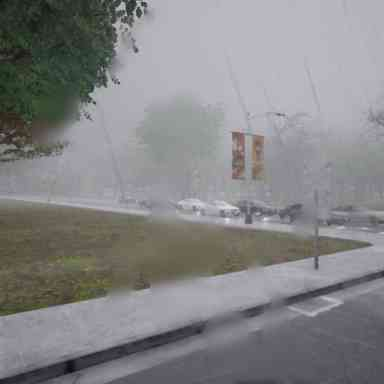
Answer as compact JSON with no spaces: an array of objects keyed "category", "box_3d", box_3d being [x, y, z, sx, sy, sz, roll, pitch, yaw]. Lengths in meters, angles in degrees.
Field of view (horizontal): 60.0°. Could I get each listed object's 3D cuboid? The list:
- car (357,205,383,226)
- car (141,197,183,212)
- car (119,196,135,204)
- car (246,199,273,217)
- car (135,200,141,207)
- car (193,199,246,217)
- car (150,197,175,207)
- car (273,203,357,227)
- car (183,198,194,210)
[{"category":"car","box_3d":[11.705,1.588,23.432,1.895,1.301,4.718,0,0,-35]},{"category":"car","box_3d":[-3.643,1.522,39.376,2.033,1.411,5.357,0,0,-36]},{"category":"car","box_3d":[-12.288,1.485,63.041,1.812,1.442,4.674,0,0,-35]},{"category":"car","box_3d":[5.839,1.483,31.664,1.837,1.490,4.892,0,0,-35]},{"category":"car","box_3d":[-6.065,1.568,48.440,1.895,1.301,4.718,0,0,-35]},{"category":"car","box_3d":[2.462,1.506,30.778,1.812,1.442,4.674,0,0,-35]},{"category":"car","box_3d":[-4.704,1.488,52.399,1.812,1.442,4.674,0,0,-36]},{"category":"car","box_3d":[8.229,1.496,22.710,1.837,1.490,4.892,0,0,-35]},{"category":"car","box_3d":[0.071,1.497,39.790,1.812,1.442,4.674,0,0,-36]}]
